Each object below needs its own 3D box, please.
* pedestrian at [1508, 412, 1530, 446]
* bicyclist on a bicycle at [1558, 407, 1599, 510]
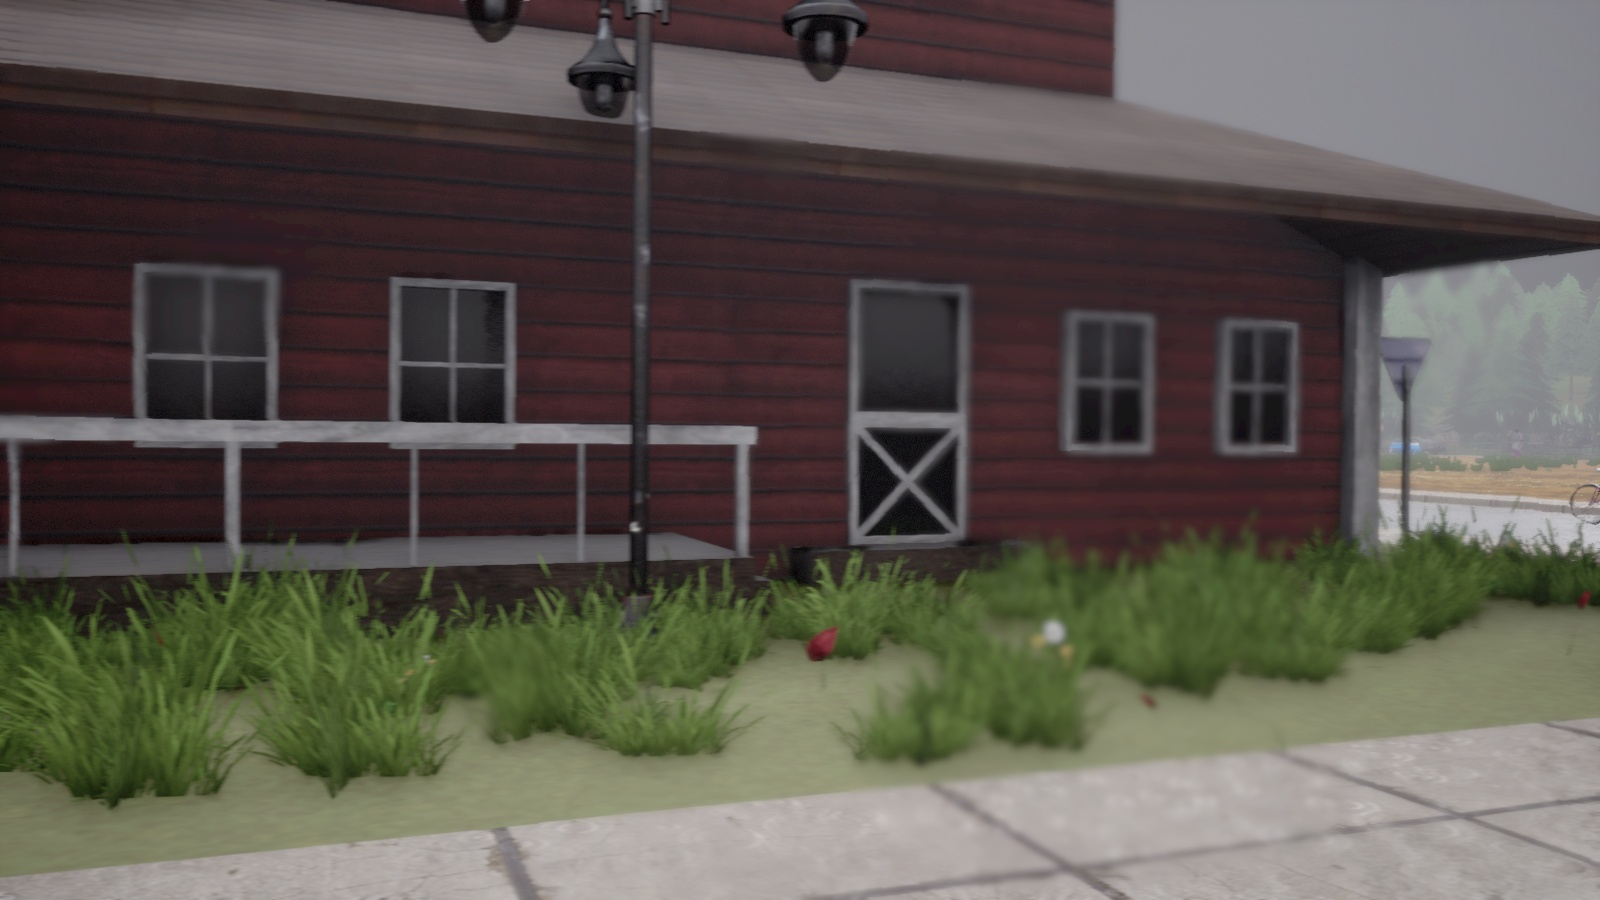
[{"bbox_3d":[42.412,-1.230,74.082,0.873,1.952,0.659,-1,1,-4],"label":"pedestrian"},{"bbox_3d":[14.123,0.146,21.600,0.659,1.776,1.843,-1,1,-22],"label":"bicyclist on a bicycle"}]
